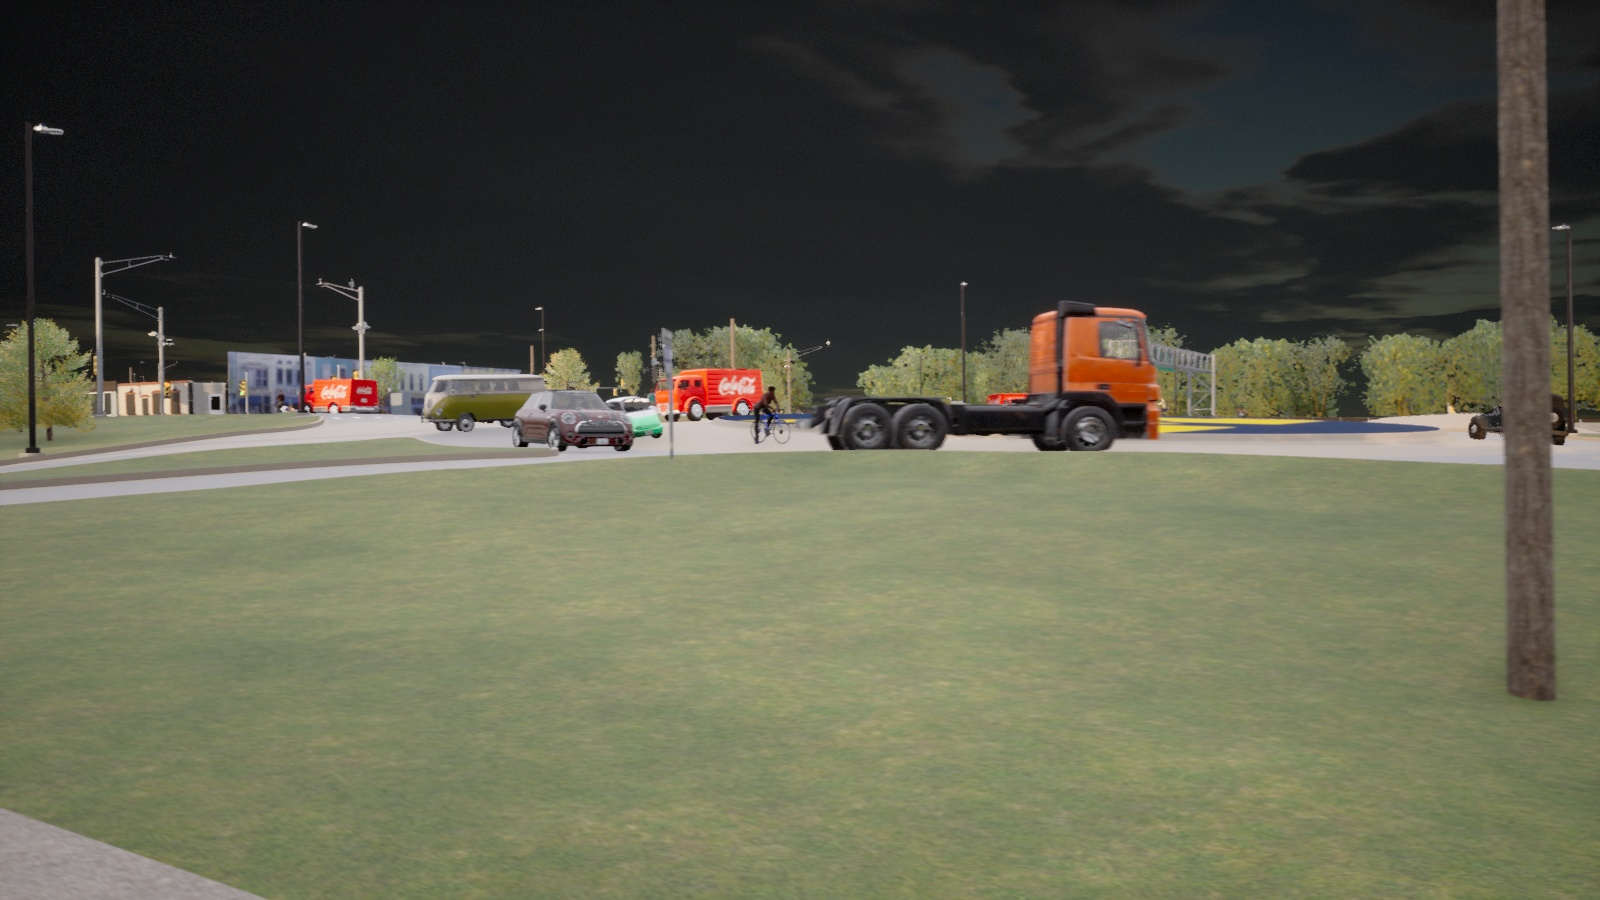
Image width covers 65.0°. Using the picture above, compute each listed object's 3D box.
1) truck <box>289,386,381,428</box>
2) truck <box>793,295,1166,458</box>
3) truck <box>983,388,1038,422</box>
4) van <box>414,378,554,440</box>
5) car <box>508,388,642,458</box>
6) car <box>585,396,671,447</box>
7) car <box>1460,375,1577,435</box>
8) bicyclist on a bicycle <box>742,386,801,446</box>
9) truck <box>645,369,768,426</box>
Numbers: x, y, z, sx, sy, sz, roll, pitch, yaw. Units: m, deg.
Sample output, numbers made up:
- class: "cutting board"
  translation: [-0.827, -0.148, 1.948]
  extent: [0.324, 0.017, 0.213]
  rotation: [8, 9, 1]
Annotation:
- class: "truck"
  translation: [-29.465, -2.689, 79.557]
  extent: [5.204, 2.467, 2.627]
  rotation: [-1, 0, 28]
- class: "truck"
  translation: [3.983, -1.663, 28.792]
  extent: [7.936, 3.462, 2.891]
  rotation: [-1, 1, -7]
- class: "truck"
  translation: [16.291, -3.451, 97.486]
  extent: [2.627, 2.467, 5.204]
  rotation: [-2, 1, -9]
- class: "van"
  translation: [-11.155, -1.484, 44.507]
  extent: [4.442, 1.987, 1.775]
  rotation: [-6, 5, -44]
- class: "car"
  translation: [-6.246, -0.750, 34.458]
  extent: [2.097, 1.767, 4.553]
  rotation: [-2, 2, -31]
- class: "car"
  translation: [-5.429, -0.901, 39.568]
  extent: [2.207, 1.376, 1.481]
  rotation: [1, 10, 43]
- class: "car"
  translation: [25.926, -1.612, 45.482]
  extent: [1.905, 1.878, 3.866]
  rotation: [6, 2, 1]
- class: "bicyclist on a bicycle"
  translation: [-0.814, -0.965, 35.298]
  extent: [0.582, 1.620, 1.656]
  rotation: [-9, 8, -43]
- class: "truck"
  translation: [-4.443, -2.539, 60.128]
  extent: [5.204, 2.467, 2.627]
  rotation: [-4, 2, -42]
